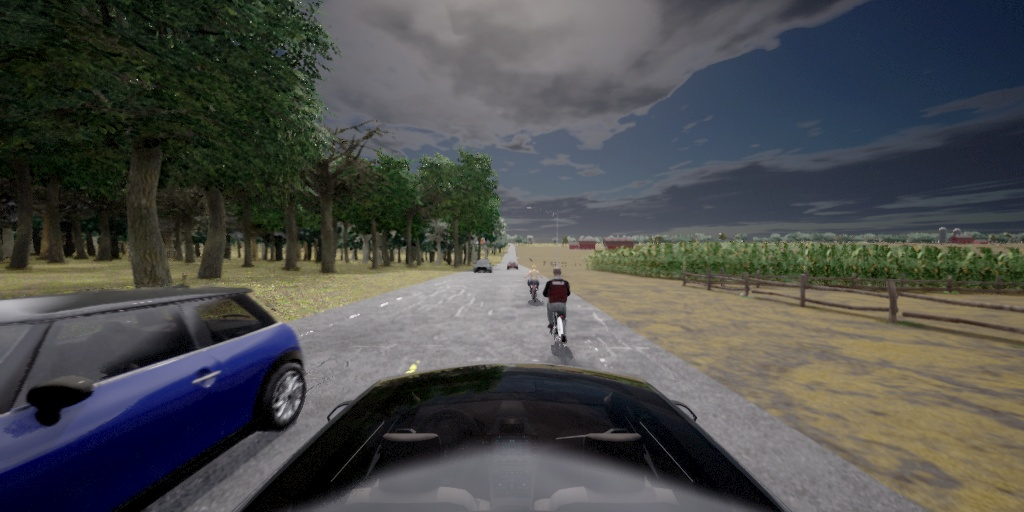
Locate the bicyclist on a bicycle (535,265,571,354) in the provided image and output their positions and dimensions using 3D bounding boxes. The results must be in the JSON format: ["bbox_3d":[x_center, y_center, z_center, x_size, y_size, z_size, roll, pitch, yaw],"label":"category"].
[{"bbox_3d":[0.964,1.113,7.838,0.659,1.776,1.843,0,0,0],"label":"bicyclist on a bicycle"}]

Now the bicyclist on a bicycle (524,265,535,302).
[{"bbox_3d":[0.976,1.183,16.036,0.866,1.612,1.509,0,0,0],"label":"bicyclist on a bicycle"}]

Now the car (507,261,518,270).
[{"bbox_3d":[0.114,1.658,61.492,1.895,1.301,4.718,0,-1,0],"label":"car"}]

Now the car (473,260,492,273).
[{"bbox_3d":[-3.586,1.221,44.578,2.097,1.767,4.553,0,0,0],"label":"car"}]

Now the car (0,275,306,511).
[{"bbox_3d":[-3.599,1.101,2.523,2.097,1.767,4.553,0,0,0],"label":"car"}]
